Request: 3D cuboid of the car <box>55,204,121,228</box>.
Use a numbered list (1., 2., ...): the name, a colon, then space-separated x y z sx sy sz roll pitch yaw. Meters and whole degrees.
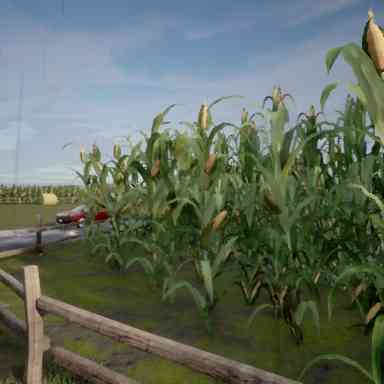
1. car: -7.111 1.561 23.190 1.882 1.535 5.008 1 0 28
